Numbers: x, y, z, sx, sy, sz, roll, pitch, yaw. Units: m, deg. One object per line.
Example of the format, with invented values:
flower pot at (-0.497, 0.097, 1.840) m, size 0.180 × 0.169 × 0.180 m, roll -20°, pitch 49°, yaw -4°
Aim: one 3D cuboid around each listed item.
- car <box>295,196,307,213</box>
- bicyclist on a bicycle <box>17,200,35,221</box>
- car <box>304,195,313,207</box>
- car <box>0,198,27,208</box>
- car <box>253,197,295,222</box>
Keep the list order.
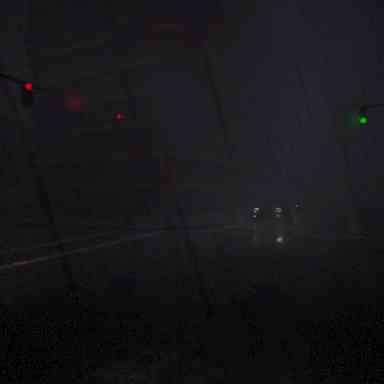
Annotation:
car at (10.264, 1.420, 34.051) m, size 1.895 × 1.301 × 4.718 m, roll -1°, pitch 0°, yaw 25°
bicyclist on a bicycle at (-13.198, 1.447, 26.411) m, size 0.582 × 1.620 × 1.656 m, roll -1°, pitch 0°, yaw 25°
car at (15.336, 1.229, 45.182) m, size 2.128 × 1.511 × 4.902 m, roll -1°, pitch 0°, yaw 25°
car at (-26.598, 1.595, 49.475) m, size 2.097 × 1.767 × 4.553 m, roll -1°, pitch 0°, yaw 25°
car at (6.020, 1.240, 24.781) m, size 2.097 × 1.767 × 4.553 m, roll -1°, pitch 0°, yaw 25°
